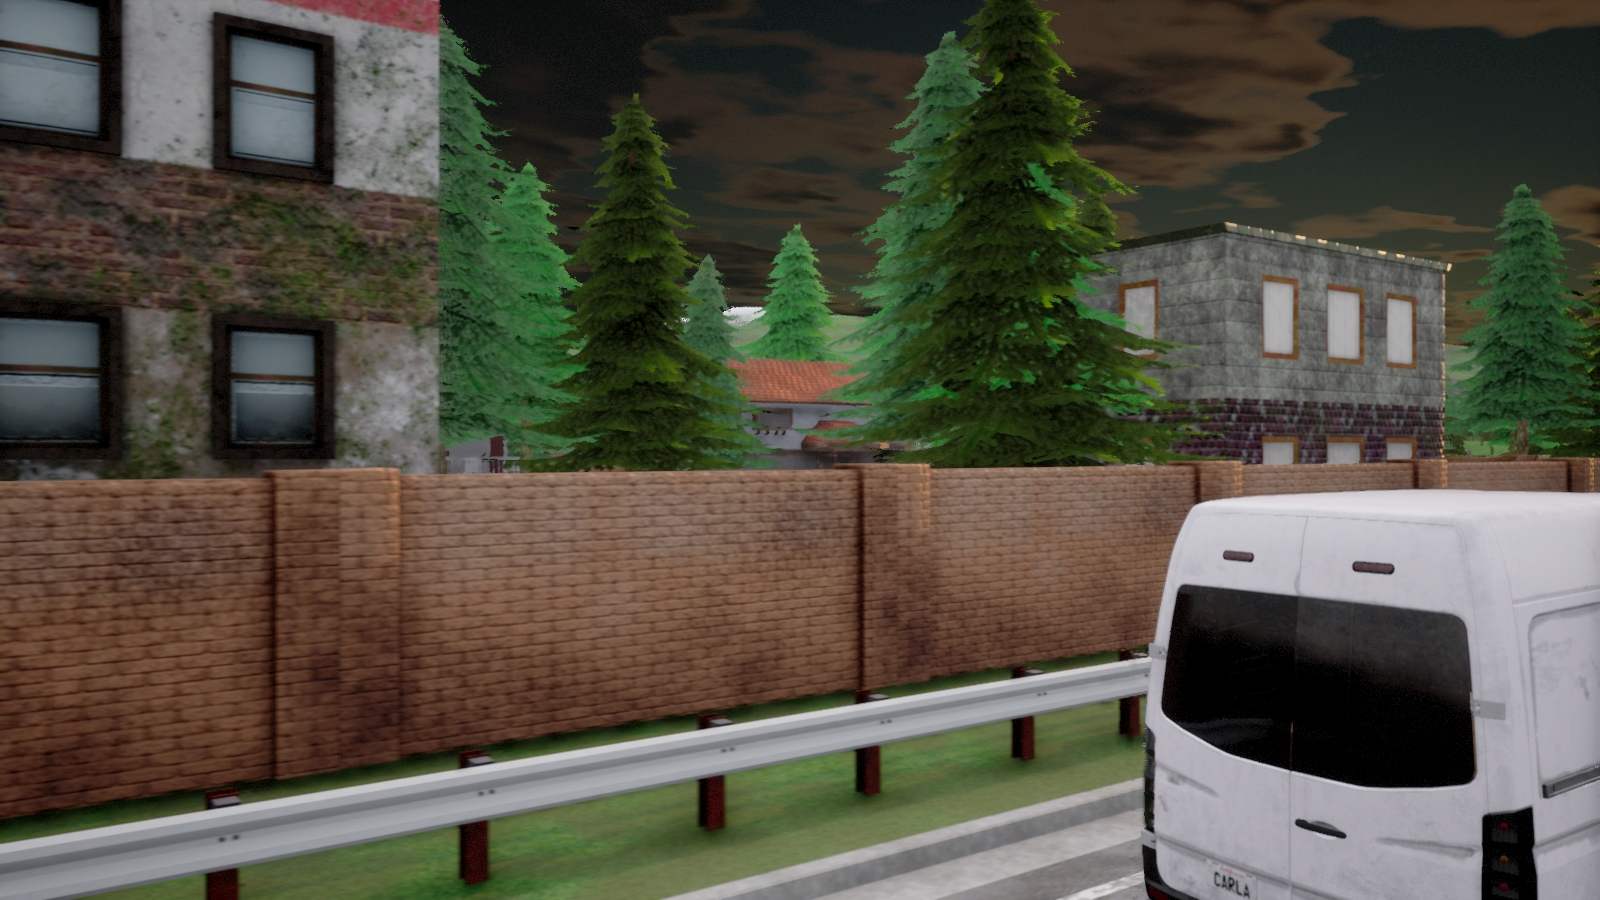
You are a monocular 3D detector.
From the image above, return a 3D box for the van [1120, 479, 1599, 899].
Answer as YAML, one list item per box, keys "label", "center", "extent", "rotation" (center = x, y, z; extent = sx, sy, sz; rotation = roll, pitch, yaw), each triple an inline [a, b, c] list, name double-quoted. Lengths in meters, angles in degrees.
- label: "van"
  center: [4.735, 1.532, 7.102]
  extent: [5.915, 2.561, 1.988]
  rotation: [0, 0, -35]
